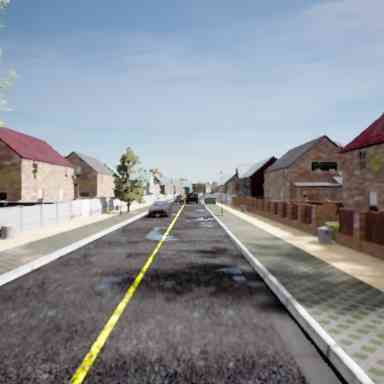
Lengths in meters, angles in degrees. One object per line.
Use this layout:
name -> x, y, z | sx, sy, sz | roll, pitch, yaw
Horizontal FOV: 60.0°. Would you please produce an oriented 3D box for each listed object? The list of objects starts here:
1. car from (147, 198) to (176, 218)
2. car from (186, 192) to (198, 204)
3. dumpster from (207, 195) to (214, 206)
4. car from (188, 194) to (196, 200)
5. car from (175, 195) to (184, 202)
car -> -2.854, 1.529, 30.292 | 2.033, 1.411, 5.357 | 0, 0, 0
car -> -0.008, 1.078, 63.833 | 2.150, 2.045, 5.566 | 0, 0, 0
dumpster -> 3.006, 1.355, 55.230 | 1.020, 1.700, 1.940 | 0, 0, 0
car -> -0.007, 1.268, 80.667 | 1.812, 1.442, 4.674 | 0, 0, 1
car -> -2.760, 1.387, 72.020 | 1.882, 1.535, 5.008 | 0, 0, 0
